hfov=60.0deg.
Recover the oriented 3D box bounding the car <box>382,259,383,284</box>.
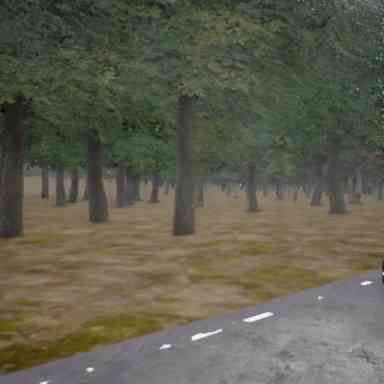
[{"bbox_3d":[6.406,1.475,7.948,4.902,1.511,2.128,0,0,-36],"label":"car"}]
